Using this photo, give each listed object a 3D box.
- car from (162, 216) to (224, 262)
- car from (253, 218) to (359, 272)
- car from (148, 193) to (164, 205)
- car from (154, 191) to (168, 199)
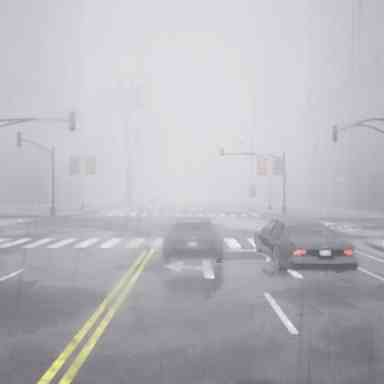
[{"bbox_3d":[0.047,1.549,12.056,1.994,1.385,4.181,0,0,1],"label":"car"},{"bbox_3d":[3.282,1.534,10.657,2.033,1.411,5.357,0,0,1],"label":"car"},{"bbox_3d":[-6.481,1.407,58.024,1.837,1.490,4.892,0,0,1],"label":"car"},{"bbox_3d":[-6.407,1.059,73.609,2.150,2.045,5.566,0,0,0],"label":"car"}]
